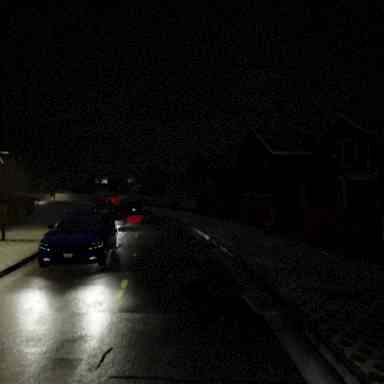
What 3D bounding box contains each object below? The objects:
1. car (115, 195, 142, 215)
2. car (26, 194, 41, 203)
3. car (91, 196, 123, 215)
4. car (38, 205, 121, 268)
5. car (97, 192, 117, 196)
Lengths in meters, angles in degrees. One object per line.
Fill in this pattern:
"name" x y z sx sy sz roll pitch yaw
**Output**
"car" -6.181 1.357 32.505 1.837 1.490 4.892 0 0 -22
"car" -29.216 1.135 60.727 5.008 1.535 1.882 0 0 44
"car" -7.255 1.370 27.387 2.128 1.511 4.902 0 0 -18
"car" -3.689 1.428 11.425 1.882 1.535 5.008 0 0 -8
"car" -10.987 1.019 42.512 2.150 2.045 5.566 0 1 -30
